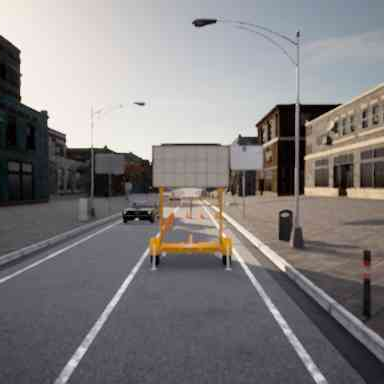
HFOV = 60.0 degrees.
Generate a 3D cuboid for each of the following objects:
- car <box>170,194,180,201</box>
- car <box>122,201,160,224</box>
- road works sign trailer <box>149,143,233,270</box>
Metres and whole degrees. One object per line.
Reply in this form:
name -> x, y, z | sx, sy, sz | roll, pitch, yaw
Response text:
car -> -3.214, 1.079, 63.260 | 1.895, 1.301, 4.718 | 0, 0, 1
car -> -3.162, 1.230, 21.301 | 1.895, 1.301, 4.718 | 0, 1, 0
road works sign trailer -> -0.029, 0.286, 10.308 | 2.380, 3.560, 2.880 | 0, 1, 0
